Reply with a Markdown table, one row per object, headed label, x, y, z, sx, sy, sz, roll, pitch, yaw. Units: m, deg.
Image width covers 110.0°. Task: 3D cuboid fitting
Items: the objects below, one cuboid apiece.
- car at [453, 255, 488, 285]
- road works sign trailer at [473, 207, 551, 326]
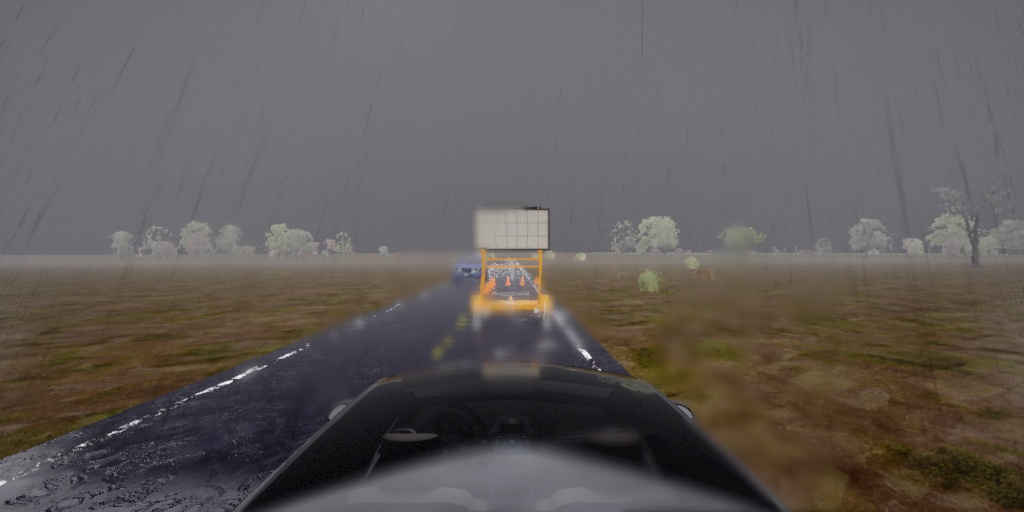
| label | x | y | z | sx | sy | sz | roll | pitch | yaw |
| --- | --- | --- | --- | --- | --- | --- | --- | --- | --- |
| car | -2.993 | 0.971 | 26.788 | 2.150 | 2.045 | 5.566 | 0 | 0 | 0 |
| road works sign trailer | 0.002 | 0.214 | 11.605 | 2.380 | 3.560 | 2.880 | 0 | 0 | 0 |
